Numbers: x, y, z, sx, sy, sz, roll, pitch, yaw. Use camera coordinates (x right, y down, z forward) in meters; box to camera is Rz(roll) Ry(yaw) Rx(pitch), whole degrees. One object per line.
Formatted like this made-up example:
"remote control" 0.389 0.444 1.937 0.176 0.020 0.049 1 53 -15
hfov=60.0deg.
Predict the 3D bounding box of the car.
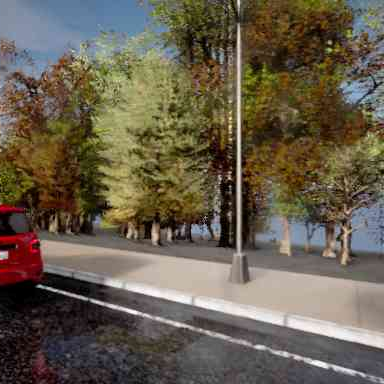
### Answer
"car" -5.759 1.318 7.763 5.566 2.045 2.150 -1 0 35
